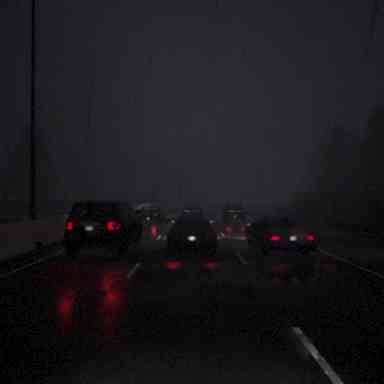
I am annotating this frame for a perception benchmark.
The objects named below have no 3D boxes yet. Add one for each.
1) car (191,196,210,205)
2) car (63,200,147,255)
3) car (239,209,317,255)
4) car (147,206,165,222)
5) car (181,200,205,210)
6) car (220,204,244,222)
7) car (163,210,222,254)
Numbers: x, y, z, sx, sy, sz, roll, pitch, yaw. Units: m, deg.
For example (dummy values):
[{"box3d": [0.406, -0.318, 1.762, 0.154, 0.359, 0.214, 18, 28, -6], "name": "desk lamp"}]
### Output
[{"box3d": [1.968, 1.928, 75.472, 2.150, 2.045, 5.566, 0, -1, 28], "name": "car"}, {"box3d": [-3.501, 1.349, 14.018, 2.150, 2.045, 5.566, 0, 0, 0], "name": "car"}, {"box3d": [3.500, 1.680, 13.988, 2.033, 1.411, 5.357, 0, -1, 0], "name": "car"}, {"box3d": [-3.463, 1.874, 28.976, 1.895, 1.301, 4.718, 0, 0, 2], "name": "car"}, {"box3d": [0.049, 1.767, 29.080, 2.128, 1.511, 4.902, 0, 0, 2], "name": "car"}, {"box3d": [3.548, 1.766, 28.991, 2.128, 1.511, 4.902, 0, 0, 2], "name": "car"}, {"box3d": [0.004, 1.699, 14.257, 1.994, 1.385, 4.181, 0, 0, 0], "name": "car"}]
